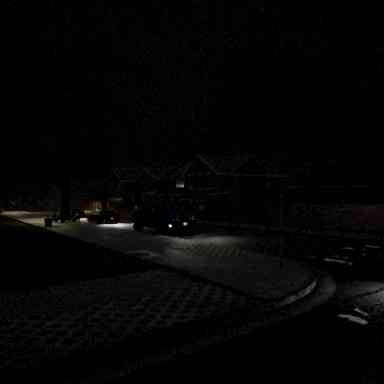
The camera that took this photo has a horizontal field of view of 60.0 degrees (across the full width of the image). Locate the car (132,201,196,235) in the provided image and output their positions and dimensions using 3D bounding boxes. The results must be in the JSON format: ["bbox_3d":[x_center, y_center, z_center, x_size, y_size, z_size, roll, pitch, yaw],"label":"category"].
[{"bbox_3d":[-2.017,1.618,22.089,2.150,2.045,5.566,0,-1,-36],"label":"car"}]

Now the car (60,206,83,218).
[{"bbox_3d":[-14.051,2.352,38.939,1.994,1.385,4.181,0,-1,-35],"label":"car"}]

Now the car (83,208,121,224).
[{"bbox_3d":[-8.092,2.164,30.580,1.994,1.385,4.181,0,-1,-35],"label":"car"}]
